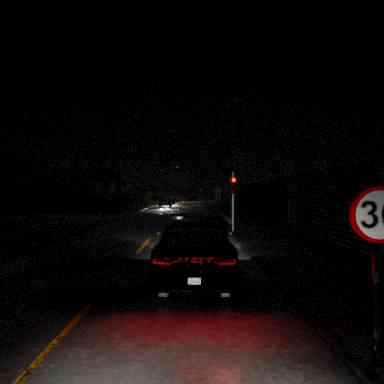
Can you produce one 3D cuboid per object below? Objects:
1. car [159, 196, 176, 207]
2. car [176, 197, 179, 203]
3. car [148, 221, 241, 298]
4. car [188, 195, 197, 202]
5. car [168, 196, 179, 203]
[{"bbox_3d":[-3.997,1.491,50.872,2.128,1.511,4.902,0,0,0],"label":"car"},{"bbox_3d":[-3.956,1.492,60.353,2.128,1.511,4.902,0,0,0],"label":"car"},{"bbox_3d":[0.068,1.478,8.554,1.882,1.535,5.008,0,0,1],"label":"car"},{"bbox_3d":[0.138,1.339,71.329,1.812,1.442,4.674,0,0,0],"label":"car"},{"bbox_3d":[-3.864,1.595,70.404,1.895,1.301,4.718,0,0,0],"label":"car"}]
